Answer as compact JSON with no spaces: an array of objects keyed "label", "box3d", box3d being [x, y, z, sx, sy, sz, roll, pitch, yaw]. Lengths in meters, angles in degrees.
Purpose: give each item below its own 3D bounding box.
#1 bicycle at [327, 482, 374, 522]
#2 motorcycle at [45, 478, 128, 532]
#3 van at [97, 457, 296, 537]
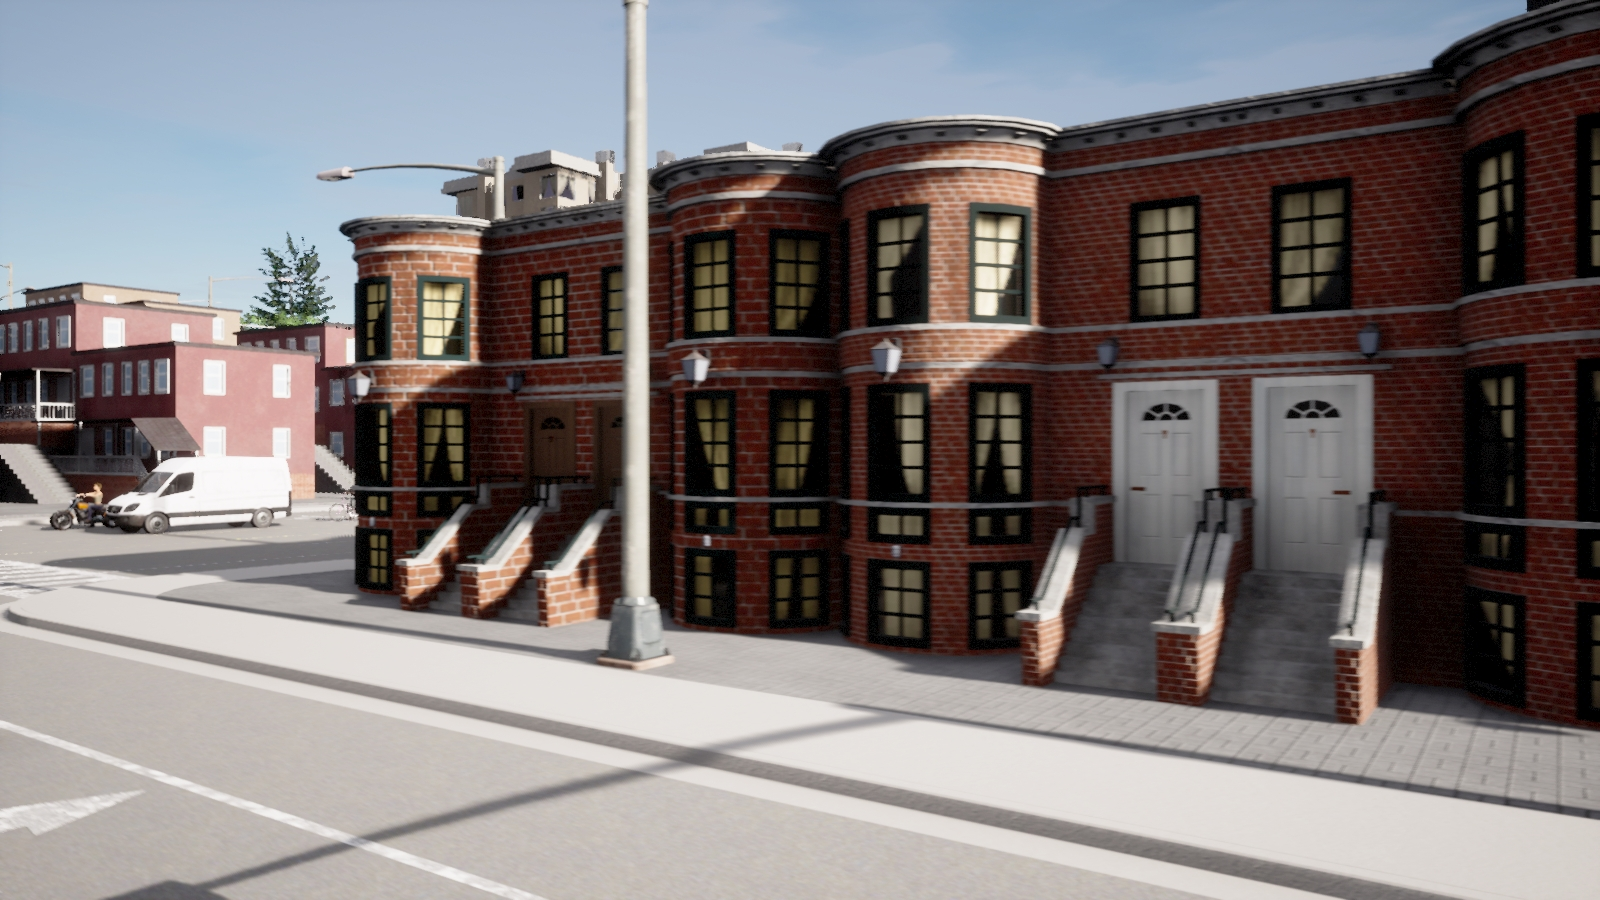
[{"label":"bicycle","box3d":[-17.625,2.045,44.852,0.329,1.496,1.835,-1,0,35]},{"label":"motorcycle","box3d":[-25.126,1.906,40.284,0.764,1.802,2.356,0,0,35]},{"label":"van","box3d":[-21.001,1.534,40.059,1.988,2.561,5.915,0,0,35]}]
